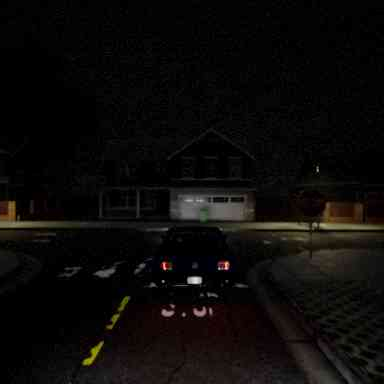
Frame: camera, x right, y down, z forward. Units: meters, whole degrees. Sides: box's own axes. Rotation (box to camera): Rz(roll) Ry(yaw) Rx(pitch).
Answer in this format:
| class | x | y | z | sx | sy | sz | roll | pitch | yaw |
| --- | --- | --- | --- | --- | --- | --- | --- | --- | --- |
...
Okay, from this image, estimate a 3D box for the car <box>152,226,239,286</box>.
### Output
| class | x | y | z | sx | sy | sz | roll | pitch | yaw |
| --- | --- | --- | --- | --- | --- | --- | --- | --- | --- |
| car | 0.056 | 1.599 | 9.330 | 1.895 | 1.301 | 4.718 | 0 | 0 | 0 |
